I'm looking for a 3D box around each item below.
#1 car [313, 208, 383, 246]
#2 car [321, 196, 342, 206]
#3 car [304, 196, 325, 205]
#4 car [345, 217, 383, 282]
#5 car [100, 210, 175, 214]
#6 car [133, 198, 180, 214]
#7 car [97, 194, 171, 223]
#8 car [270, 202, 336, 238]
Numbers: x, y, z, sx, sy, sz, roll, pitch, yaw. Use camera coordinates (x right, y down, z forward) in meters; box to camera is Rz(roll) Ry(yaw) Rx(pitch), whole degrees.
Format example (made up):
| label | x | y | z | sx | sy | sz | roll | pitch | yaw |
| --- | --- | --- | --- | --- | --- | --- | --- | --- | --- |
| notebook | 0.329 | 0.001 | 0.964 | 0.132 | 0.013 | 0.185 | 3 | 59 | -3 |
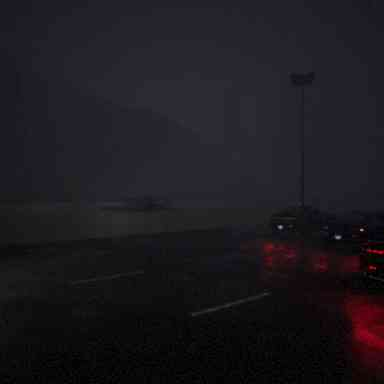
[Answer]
| label | x | y | z | sx | sy | sz | roll | pitch | yaw |
| --- | --- | --- | --- | --- | --- | --- | --- | --- | --- |
| car | 7.293 | 1.510 | 14.026 | 4.674 | 1.442 | 1.812 | 0 | 0 | -40 |
| car | 23.319 | 1.426 | 55.409 | 1.882 | 1.535 | 5.008 | 0 | 0 | 39 |
| car | 21.865 | 1.444 | 59.191 | 2.128 | 1.511 | 4.902 | 0 | 0 | 39 |
| car | 6.112 | 1.492 | 8.559 | 4.892 | 1.490 | 1.837 | 0 | 0 | -38 |
| car | -3.549 | 1.482 | 23.474 | 5.008 | 1.535 | 1.882 | 0 | 0 | -39 |
| car | -3.862 | 1.481 | 36.973 | 5.008 | 1.535 | 1.882 | 0 | 0 | -42 |
| car | -4.641 | 1.228 | 27.084 | 5.566 | 2.045 | 2.150 | 0 | 0 | -40 |
| car | 6.132 | 1.478 | 17.618 | 4.902 | 1.511 | 2.128 | 0 | 0 | -40 |
